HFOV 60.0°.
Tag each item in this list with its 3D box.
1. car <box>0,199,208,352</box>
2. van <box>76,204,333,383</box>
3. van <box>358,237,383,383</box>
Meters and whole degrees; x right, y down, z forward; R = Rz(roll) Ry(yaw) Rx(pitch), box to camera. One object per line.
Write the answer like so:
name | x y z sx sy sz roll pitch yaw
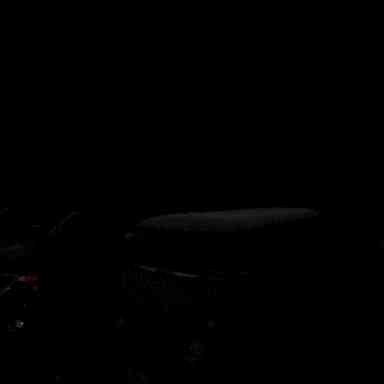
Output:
car | -1.455 1.231 6.762 2.435 2.045 5.566 0 0 35
van | 0.749 1.255 5.082 1.878 1.987 4.442 0 0 35
van | 3.140 1.254 3.664 1.878 1.987 4.442 0 0 35
